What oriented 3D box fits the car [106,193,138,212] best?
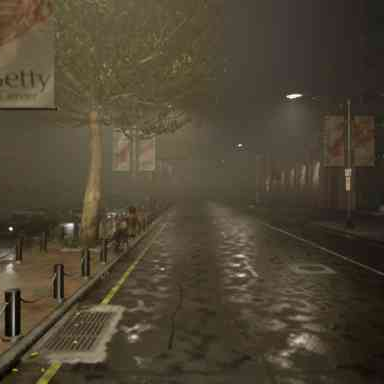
[{"bbox_3d":[-8.277,1.215,39.794,2.150,2.045,5.566,0,0,0],"label":"car"}]

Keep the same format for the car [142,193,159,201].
[{"bbox_3d":[-8.311,1.209,67.877,2.150,2.045,5.566,0,0,0],"label":"car"}]

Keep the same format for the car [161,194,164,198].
[{"bbox_3d":[-8.350,1.508,78.262,2.128,1.511,4.902,0,0,0],"label":"car"}]

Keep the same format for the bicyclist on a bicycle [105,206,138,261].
[{"bbox_3d":[-2.202,1.197,10.673,0.582,1.620,1.656,10,36,-48],"label":"bicyclist on a bicycle"}]

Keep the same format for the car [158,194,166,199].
[{"bbox_3d":[-8.419,1.290,93.415,1.812,1.442,4.674,0,0,0],"label":"car"}]

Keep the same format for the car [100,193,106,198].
[{"bbox_3d":[-12.743,1.212,49.820,2.150,2.045,5.566,0,0,15],"label":"car"}]

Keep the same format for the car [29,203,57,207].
[{"bbox_3d":[-11.711,1.557,26.012,1.994,1.385,4.181,0,0,0],"label":"car"}]

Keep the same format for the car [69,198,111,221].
[{"bbox_3d":[-8.218,1.499,26.660,1.837,1.490,4.892,0,0,0],"label":"car"}]

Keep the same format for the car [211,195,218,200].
[{"bbox_3d":[6.327,1.574,94.073,1.895,1.301,4.718,0,0,0],"label":"car"}]

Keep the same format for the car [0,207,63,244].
[{"bbox_3d":[-8.137,1.597,15.757,1.895,1.301,4.718,0,0,0],"label":"car"}]

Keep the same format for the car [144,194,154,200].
[{"bbox_3d":[-11.918,1.320,93.050,2.128,1.511,4.902,0,0,0],"label":"car"}]

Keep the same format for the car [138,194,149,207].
[{"bbox_3d":[-8.324,1.514,52.118,1.812,1.442,4.674,0,0,0],"label":"car"}]
